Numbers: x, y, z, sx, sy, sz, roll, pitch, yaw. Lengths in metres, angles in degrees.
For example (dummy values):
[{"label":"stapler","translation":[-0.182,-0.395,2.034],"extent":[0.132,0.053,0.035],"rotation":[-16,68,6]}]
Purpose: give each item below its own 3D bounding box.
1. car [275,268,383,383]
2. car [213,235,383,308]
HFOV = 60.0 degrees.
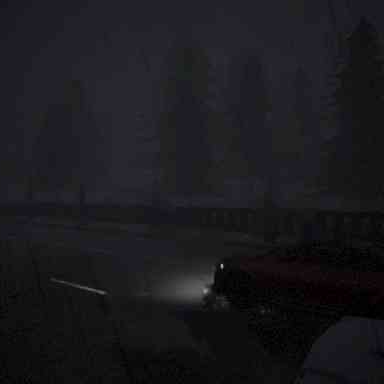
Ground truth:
[{"label":"car","translation":[2.989,1.599,1.864],"extent":[4.718,1.301,1.895],"rotation":[0,0,35]},{"label":"car","translation":[2.504,1.566,6.505],"extent":[4.181,1.385,1.994],"rotation":[0,0,35]}]
